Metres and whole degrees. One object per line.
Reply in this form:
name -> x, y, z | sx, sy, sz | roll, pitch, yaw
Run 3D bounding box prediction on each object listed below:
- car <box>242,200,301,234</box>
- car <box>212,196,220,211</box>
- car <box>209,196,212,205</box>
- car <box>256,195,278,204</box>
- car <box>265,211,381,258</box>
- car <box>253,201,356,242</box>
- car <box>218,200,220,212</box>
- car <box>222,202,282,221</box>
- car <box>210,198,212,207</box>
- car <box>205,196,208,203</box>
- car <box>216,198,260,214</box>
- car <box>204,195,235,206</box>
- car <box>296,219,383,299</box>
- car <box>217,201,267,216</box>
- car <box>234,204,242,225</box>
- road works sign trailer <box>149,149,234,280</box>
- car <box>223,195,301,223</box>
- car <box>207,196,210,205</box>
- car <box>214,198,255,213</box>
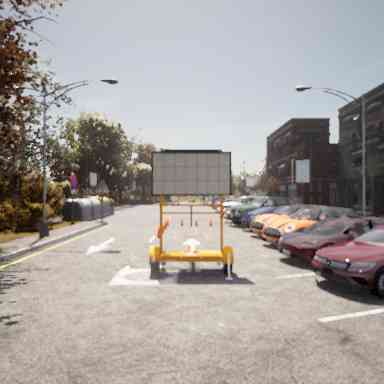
car -> 5.325, 1.455, 17.415 | 4.553, 1.767, 2.185 | 1, 0, -20
car -> 5.291, 1.430, 32.407 | 5.566, 2.045, 2.435 | 1, 0, -20
car -> 5.364, 1.679, 47.438 | 4.553, 1.767, 2.185 | 1, 0, -20
car -> 18.268, 1.862, 81.488 | 2.435, 2.045, 5.566 | 0, 0, -21
car -> 5.262, 1.574, 11.393 | 4.792, 1.488, 2.163 | 1, 0, -20
car -> 5.323, 1.437, 14.414 | 4.553, 1.767, 2.185 | 1, 0, -20
car -> 5.130, 1.632, 26.347 | 5.366, 1.575, 1.946 | 1, 0, -20
car -> 5.280, 1.689, 29.404 | 4.792, 1.488, 2.163 | 1, 0, -20
car -> 5.329, 1.819, 44.429 | 4.674, 1.452, 2.002 | 1, 0, -20
car -> 5.142, 1.904, 59.384 | 5.366, 1.575, 1.946 | 1, 0, -20
car -> 5.291, 1.602, 38.420 | 4.553, 1.767, 2.185 | 1, -1, -20
car -> 5.323, 1.712, 65.479 | 5.566, 2.045, 2.435 | 1, -1, -20
car -> 5.293, 1.569, 8.402 | 4.674, 1.452, 2.002 | 1, 0, -20
car -> 5.293, 1.734, 35.405 | 4.792, 1.488, 2.163 | 1, 0, -20
car -> 5.292, 1.638, 20.411 | 4.674, 1.452, 2.002 | 1, -1, -20
road works sign trailer -> -0.019, 0.517, 10.119 | 2.380, 3.560, 2.880 | 0, 0, 0
car -> 5.290, 1.366, 23.391 | 5.566, 2.045, 2.435 | 1, 0, -20
car -> 5.322, 1.830, 50.440 | 5.008, 1.535, 2.097 | 1, -1, -20
car -> 5.295, 1.627, 41.421 | 4.553, 1.767, 2.185 | 1, -1, -20
